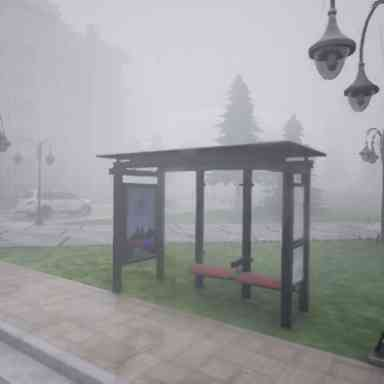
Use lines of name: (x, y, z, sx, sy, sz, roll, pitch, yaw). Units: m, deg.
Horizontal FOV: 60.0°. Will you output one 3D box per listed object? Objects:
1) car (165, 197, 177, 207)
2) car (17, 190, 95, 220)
car: (-3.940, 1.209, 39.184, 1.895, 1.301, 4.718, 1, 1, 36)
car: (-9.997, 0.880, 24.822, 2.150, 2.045, 5.566, 1, 1, 39)
